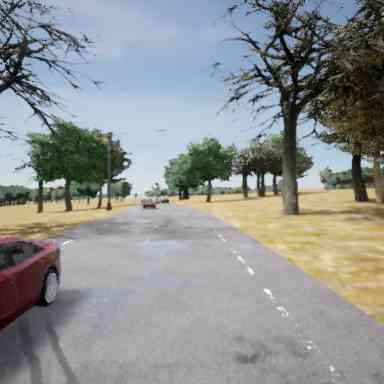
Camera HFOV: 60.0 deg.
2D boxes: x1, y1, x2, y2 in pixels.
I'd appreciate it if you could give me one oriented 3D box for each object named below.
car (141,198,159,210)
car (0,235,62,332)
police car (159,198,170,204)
[{"bbox_3d":[-5.944,1.776,46.446,1.895,1.301,4.718,0,-1,-5],"label":"car"},{"bbox_3d":[-3.665,1.463,5.055,1.882,1.535,5.008,0,0,-1],"label":"car"},{"bbox_3d":[-7.017,2.265,87.330,1.930,1.638,5.238,0,-1,-10],"label":"police car"}]
